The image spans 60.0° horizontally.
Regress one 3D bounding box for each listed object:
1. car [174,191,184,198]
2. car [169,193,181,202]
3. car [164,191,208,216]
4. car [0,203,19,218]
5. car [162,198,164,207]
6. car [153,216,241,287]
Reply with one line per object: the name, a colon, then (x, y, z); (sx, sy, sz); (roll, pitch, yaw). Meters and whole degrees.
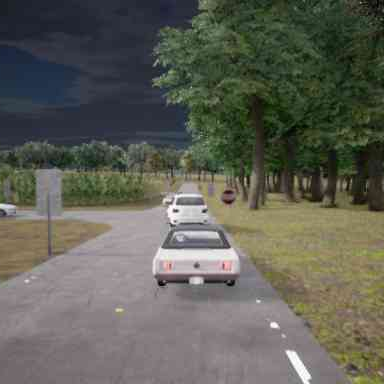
car: (-2.759, 0.535, 71.488); (1.994, 1.385, 4.181); (0, 2, 0)
car: (-2.831, 0.893, 57.262); (1.812, 1.442, 4.674); (0, 2, 0)
car: (-0.386, 1.150, 20.340); (2.150, 2.045, 5.566); (0, 1, -7)
car: (-16.674, 1.294, 27.023); (4.674, 1.442, 1.812); (1, 2, -6)
car: (-2.845, 1.186, 44.041); (1.812, 1.442, 4.674); (0, 1, 0)
car: (0.100, 1.574, 9.233); (1.895, 1.301, 4.718); (0, 0, 0)
